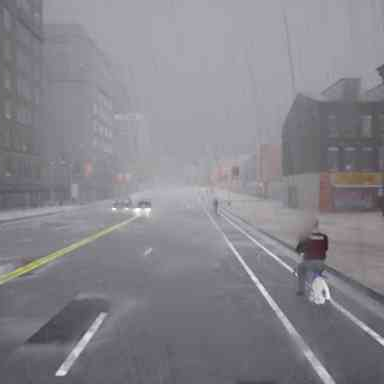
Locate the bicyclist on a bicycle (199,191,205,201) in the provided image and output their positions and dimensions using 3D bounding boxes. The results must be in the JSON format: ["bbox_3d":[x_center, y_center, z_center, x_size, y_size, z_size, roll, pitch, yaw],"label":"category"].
[{"bbox_3d":[2.270,1.118,67.343,0.866,1.612,1.509,0,1,0],"label":"bicyclist on a bicycle"}]

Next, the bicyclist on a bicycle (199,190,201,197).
[{"bbox_3d":[2.246,0.422,95.509,0.659,1.776,1.843,0,2,0],"label":"bicyclist on a bicycle"}]

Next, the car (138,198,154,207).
[{"bbox_3d":[-6.503,1.470,47.156,1.895,1.301,4.718,0,0,0],"label":"car"}]

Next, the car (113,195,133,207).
[{"bbox_3d":[-9.753,1.284,47.214,2.097,1.767,4.553,0,0,0],"label":"car"}]

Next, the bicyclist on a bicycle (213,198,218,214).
[{"bbox_3d":[2.252,1.404,31.694,0.582,1.620,1.656,0,0,0],"label":"bicyclist on a bicycle"}]

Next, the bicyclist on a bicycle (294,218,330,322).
[{"bbox_3d":[2.252,1.377,6.396,0.659,1.776,1.843,0,0,0],"label":"bicyclist on a bicycle"}]
